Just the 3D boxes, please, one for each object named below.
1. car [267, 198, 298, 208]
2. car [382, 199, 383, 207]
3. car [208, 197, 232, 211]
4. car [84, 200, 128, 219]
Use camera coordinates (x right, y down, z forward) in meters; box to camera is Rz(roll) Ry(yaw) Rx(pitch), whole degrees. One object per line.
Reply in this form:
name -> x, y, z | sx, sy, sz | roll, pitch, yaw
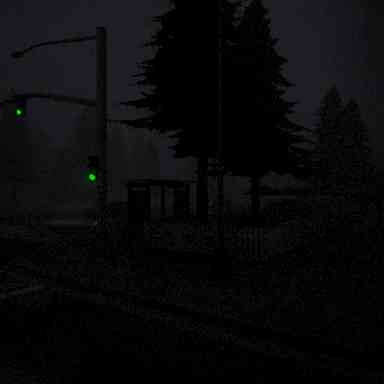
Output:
car -> 10.948, 1.481, 39.760 | 5.008, 1.535, 1.882 | 0, -1, -42
car -> 29.254, 1.511, 48.038 | 5.357, 1.411, 2.033 | 0, 0, -7
car -> 3.052, 1.387, 42.003 | 2.097, 1.767, 4.553 | 0, 0, 45
car -> -7.000, 1.515, 29.042 | 1.882, 1.535, 5.008 | 0, 0, 36
